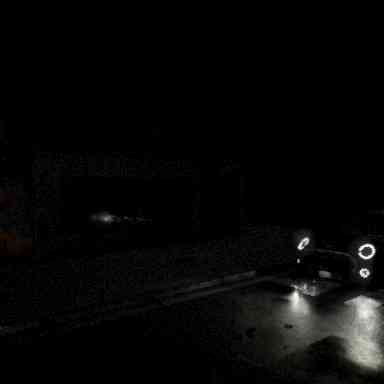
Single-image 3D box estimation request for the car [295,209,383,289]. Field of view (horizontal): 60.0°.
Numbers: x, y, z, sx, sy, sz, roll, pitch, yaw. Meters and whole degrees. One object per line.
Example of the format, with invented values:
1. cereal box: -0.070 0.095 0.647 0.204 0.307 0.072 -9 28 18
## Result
1. car: 4.852 1.300 9.094 4.553 1.767 2.097 -1 0 -38
